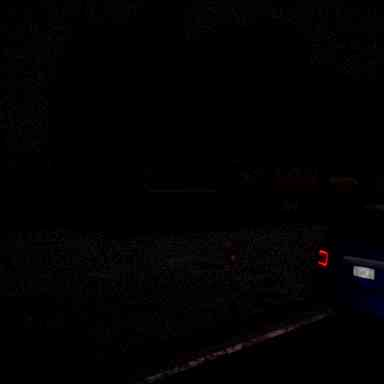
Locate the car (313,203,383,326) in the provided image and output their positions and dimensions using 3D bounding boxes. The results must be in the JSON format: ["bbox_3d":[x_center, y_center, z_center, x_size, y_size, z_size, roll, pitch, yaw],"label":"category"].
[{"bbox_3d":[4.596,1.224,6.228,5.566,2.045,2.150,0,0,-36],"label":"car"}]
